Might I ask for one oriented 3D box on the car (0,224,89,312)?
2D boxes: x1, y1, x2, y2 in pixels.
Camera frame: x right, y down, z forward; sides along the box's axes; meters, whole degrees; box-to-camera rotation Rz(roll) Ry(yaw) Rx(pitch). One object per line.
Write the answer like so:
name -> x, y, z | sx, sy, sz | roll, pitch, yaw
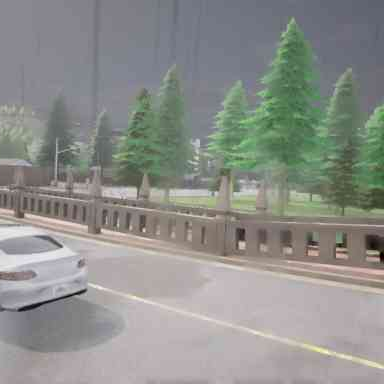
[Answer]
car -> -4.082, 1.397, 6.881 | 4.674, 1.442, 1.812 | 2, 1, 35
